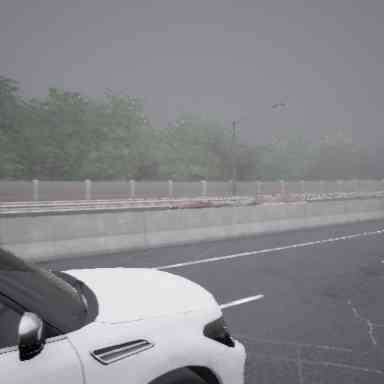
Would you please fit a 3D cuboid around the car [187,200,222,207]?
[{"bbox_3d":[0.354,1.374,29.853,4.718,1.301,1.895,-1,1,-35],"label":"car"}]

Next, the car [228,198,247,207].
[{"bbox_3d":[5.346,1.194,29.034,5.008,1.535,1.882,-1,0,-34],"label":"car"}]

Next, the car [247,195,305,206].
[{"bbox_3d":[6.856,1.080,25.820,4.553,1.767,2.097,-1,1,-34],"label":"car"}]

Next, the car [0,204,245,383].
[{"bbox_3d":[-2.177,1.230,2.216,5.566,2.045,2.150,0,0,-35],"label":"car"}]
